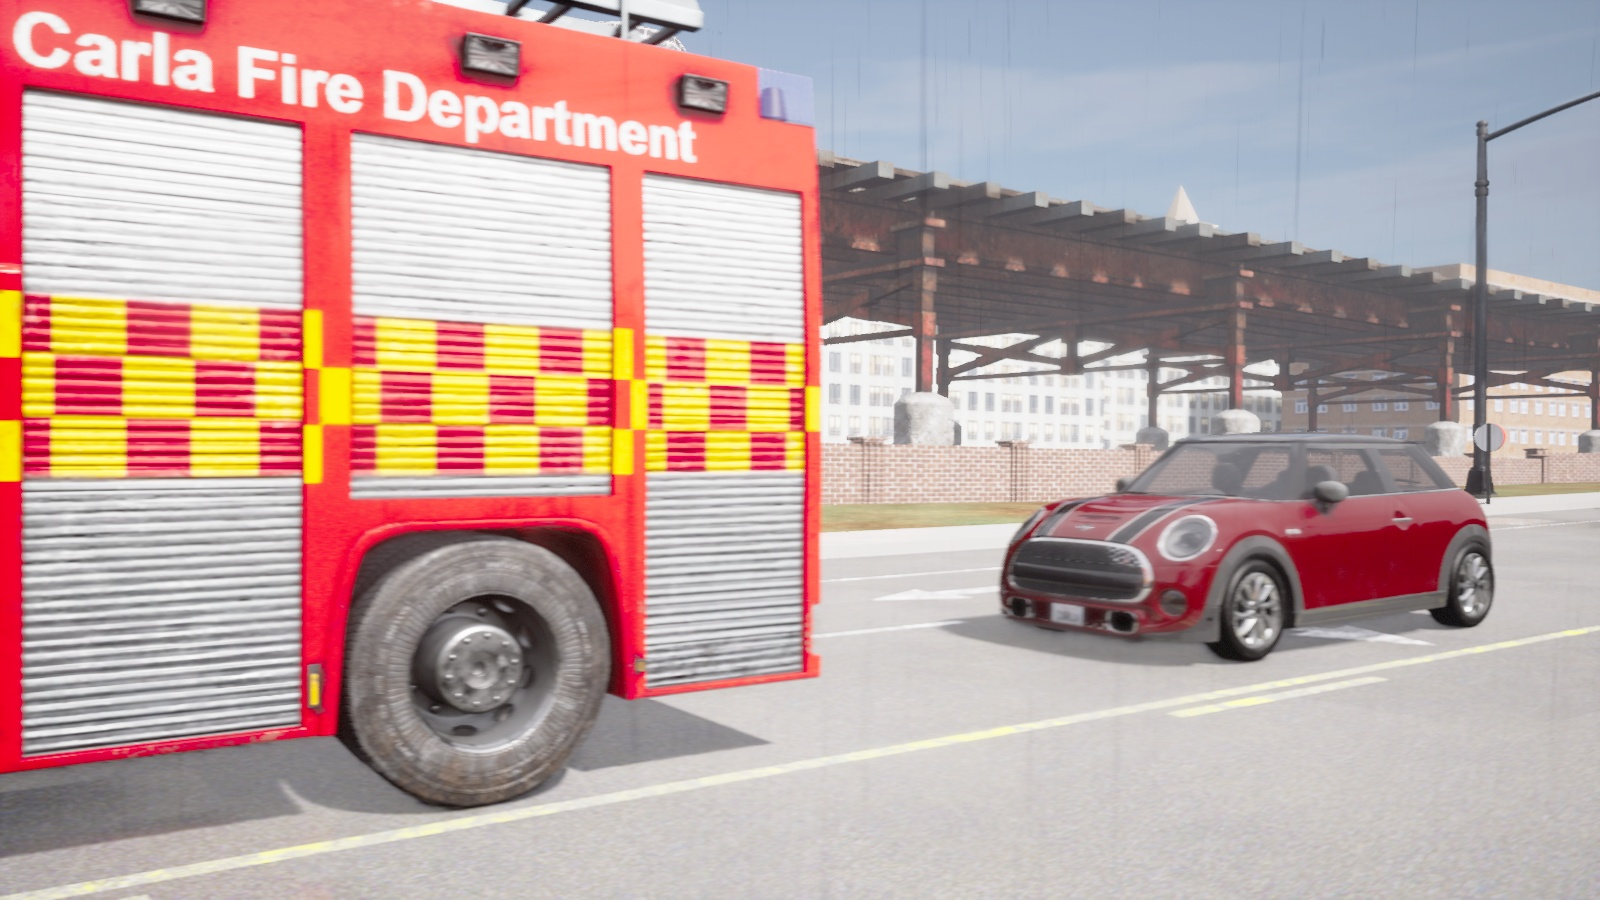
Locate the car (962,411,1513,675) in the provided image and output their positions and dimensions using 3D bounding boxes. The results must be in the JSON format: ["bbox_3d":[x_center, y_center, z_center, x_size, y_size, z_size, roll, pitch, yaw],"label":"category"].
[{"bbox_3d":[3.773,0.619,10.548,4.553,1.767,2.097,0,0,-35],"label":"car"}]

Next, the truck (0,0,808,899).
[{"bbox_3d":[-4.297,-0.397,4.898,8.468,3.827,2.891,0,0,-33],"label":"truck"}]
